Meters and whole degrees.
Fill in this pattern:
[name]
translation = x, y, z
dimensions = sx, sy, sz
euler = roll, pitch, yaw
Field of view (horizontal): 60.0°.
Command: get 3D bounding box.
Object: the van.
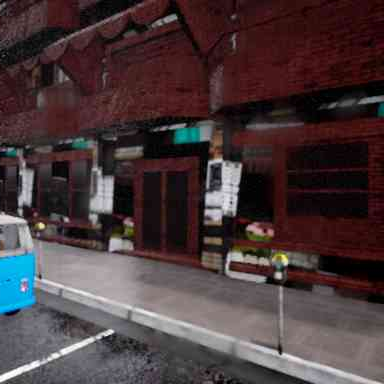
[van]
translation = -4.483, 1.214, 5.934
dimensions = 3.998, 1.788, 1.690
euler = 1, 0, 36
